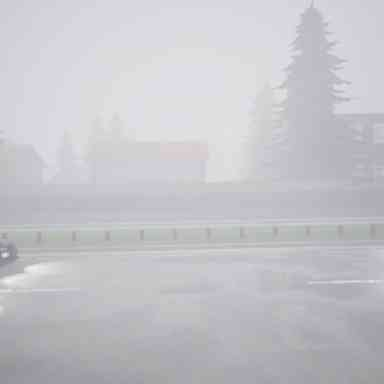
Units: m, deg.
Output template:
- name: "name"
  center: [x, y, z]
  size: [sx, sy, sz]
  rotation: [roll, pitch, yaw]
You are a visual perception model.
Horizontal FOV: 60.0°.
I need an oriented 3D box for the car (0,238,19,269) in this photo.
- name: "car"
  center: [-7.086, 1.582, 9.046]
  size: [4.181, 1.385, 1.994]
  rotation: [-1, 1, -2]
